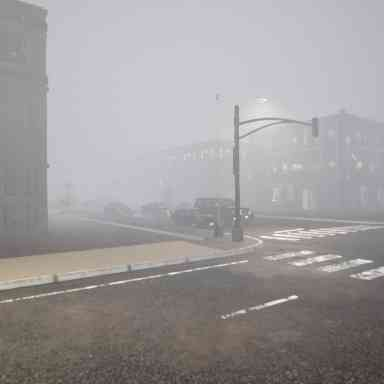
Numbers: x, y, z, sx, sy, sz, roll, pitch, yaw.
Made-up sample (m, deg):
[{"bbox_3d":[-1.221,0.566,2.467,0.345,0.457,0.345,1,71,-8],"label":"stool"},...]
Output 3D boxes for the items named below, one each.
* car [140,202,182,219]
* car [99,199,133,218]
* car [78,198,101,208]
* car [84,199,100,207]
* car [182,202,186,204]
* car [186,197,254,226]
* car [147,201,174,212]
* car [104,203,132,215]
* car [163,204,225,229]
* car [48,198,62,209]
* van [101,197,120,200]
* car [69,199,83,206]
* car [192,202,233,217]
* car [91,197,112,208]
[{"bbox_3d":[-3.564,1.828,33.859,2.128,1.511,4.902,-1,0,-35],"label":"car"},{"bbox_3d":[-7.901,1.846,35.474,1.967,1.590,4.097,-1,0,-35],"label":"car"},{"bbox_3d":[-18.866,2.170,60.966,1.812,1.442,4.674,-1,0,-35],"label":"car"},{"bbox_3d":[-20.288,2.227,67.408,1.887,1.381,4.507,-1,0,-35],"label":"car"},{"bbox_3d":[-1.066,1.904,40.327,1.802,1.307,4.206,-2,0,-35],"label":"car"},{"bbox_3d":[2.238,1.443,25.676,2.150,2.045,5.566,-1,0,-35],"label":"car"},{"bbox_3d":[-4.268,1.966,44.840,1.802,1.307,4.206,-2,0,-35],"label":"car"},{"bbox_3d":[-9.450,2.052,42.169,1.895,1.301,4.718,-1,0,-35],"label":"car"},{"bbox_3d":[0.034,1.814,24.088,1.947,1.339,4.313,-1,0,-35],"label":"car"},{"bbox_3d":[-23.819,2.233,57.904,1.752,1.417,4.829,-1,0,-35],"label":"car"},{"bbox_3d":[-13.886,1.907,58.381,1.690,1.788,3.998,-1,0,-35],"label":"van"},{"bbox_3d":[-26.695,2.364,76.436,1.947,1.339,4.313,-1,0,-35],"label":"car"},{"bbox_3d":[2.138,1.810,35.812,2.008,1.369,4.403,-2,0,-35],"label":"car"},{"bbox_3d":[-17.090,1.940,62.894,2.192,1.841,5.009,-1,0,-35],"label":"car"}]
